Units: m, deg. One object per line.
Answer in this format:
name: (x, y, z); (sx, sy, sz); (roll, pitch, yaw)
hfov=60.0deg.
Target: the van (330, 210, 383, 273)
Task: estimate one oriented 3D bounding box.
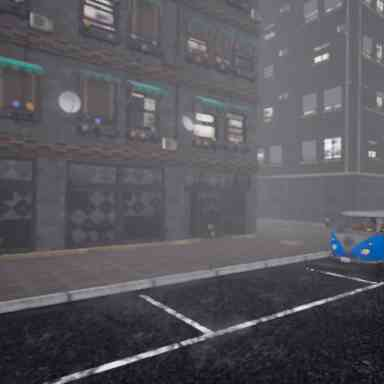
van: (6.226, 1.497, 10.992); (3.998, 1.788, 1.690); (1, 0, -35)
